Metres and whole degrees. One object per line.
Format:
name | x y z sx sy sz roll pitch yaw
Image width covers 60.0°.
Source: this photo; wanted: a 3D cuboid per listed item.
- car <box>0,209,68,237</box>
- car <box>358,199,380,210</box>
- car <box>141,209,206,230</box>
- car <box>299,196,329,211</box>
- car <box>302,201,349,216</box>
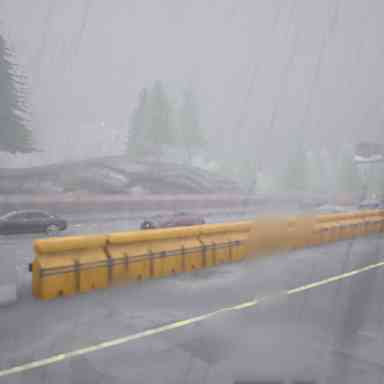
car | -9.558 1.769 18.721 4.892 1.490 1.837 1 -1 -37
car | 27.342 1.892 51.146 5.008 1.535 1.882 0 -1 -42
car | -1.098 1.803 20.975 4.181 1.385 1.994 0 -1 -40
car | 17.329 1.632 46.952 5.566 2.045 2.150 0 -1 -42
car | 11.240 1.761 27.237 4.674 1.442 1.812 0 -1 -42
